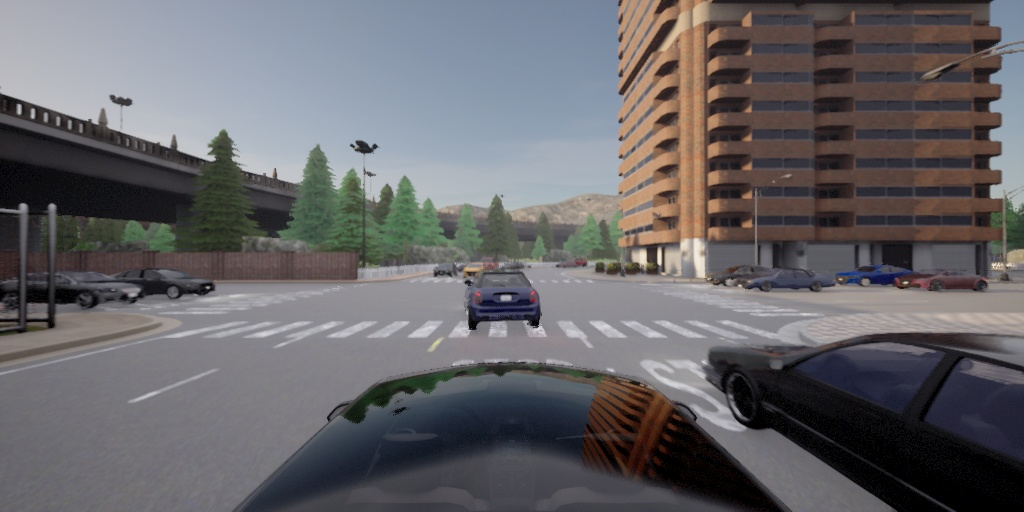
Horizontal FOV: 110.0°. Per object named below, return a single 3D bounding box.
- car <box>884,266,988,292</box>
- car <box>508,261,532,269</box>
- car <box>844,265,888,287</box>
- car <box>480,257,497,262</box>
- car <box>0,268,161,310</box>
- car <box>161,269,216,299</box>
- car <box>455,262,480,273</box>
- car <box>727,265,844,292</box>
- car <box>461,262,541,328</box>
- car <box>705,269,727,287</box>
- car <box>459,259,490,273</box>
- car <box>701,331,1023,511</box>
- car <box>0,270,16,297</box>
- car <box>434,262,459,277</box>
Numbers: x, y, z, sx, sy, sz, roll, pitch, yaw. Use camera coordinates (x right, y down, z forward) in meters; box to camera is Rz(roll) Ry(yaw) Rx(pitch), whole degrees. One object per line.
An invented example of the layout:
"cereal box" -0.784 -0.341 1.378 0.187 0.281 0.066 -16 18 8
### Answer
"car" 26.241 1.463 22.087 4.181 1.385 1.994 0 0 1
"car" 1.546 1.562 64.301 1.812 1.442 4.674 0 -1 40
"car" 25.931 1.393 25.590 5.008 1.535 1.882 0 0 0
"car" -3.052 1.169 44.932 2.150 2.045 5.566 0 0 7
"car" -18.266 1.357 14.974 4.902 1.511 2.128 0 0 0
"car" -18.115 1.387 18.493 4.892 1.490 1.837 0 0 0
"car" -5.912 1.527 48.239 1.994 1.385 4.181 0 0 12
"car" 16.692 1.447 22.091 5.357 1.411 2.033 0 0 0
"car" -0.502 1.198 12.028 2.097 1.767 4.553 0 0 -9
"car" 16.449 1.420 25.612 4.892 1.490 1.837 0 0 0
"car" -3.542 1.380 35.008 1.882 1.535 5.008 0 0 1
"car" 3.588 1.302 2.597 2.033 1.411 5.357 0 0 0
"car" -29.057 1.446 18.487 4.181 1.385 1.994 0 0 0
"car" -6.865 1.419 37.667 1.837 1.490 4.892 0 0 2
